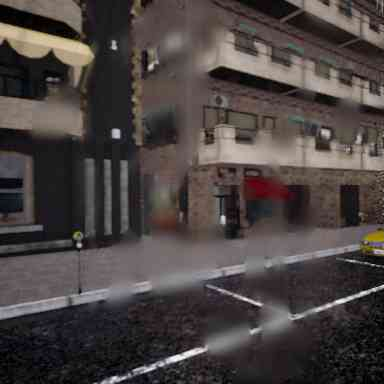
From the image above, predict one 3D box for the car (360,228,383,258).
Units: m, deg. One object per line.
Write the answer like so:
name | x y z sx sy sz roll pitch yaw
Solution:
car | 7.682 1.516 11.591 4.829 1.417 1.752 0 -1 -35
